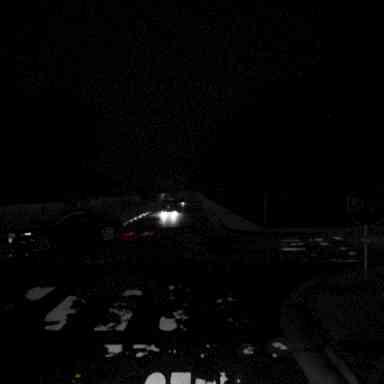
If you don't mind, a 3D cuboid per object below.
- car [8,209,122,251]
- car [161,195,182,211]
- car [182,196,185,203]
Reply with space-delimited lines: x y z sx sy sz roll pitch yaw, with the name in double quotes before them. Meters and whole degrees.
"car" -5.480 1.559 14.896 2.128 1.511 4.902 0 2 43
"car" -2.623 1.454 39.623 2.128 1.511 4.902 0 0 0
"car" -2.538 1.385 66.101 1.812 1.442 4.674 0 0 0
